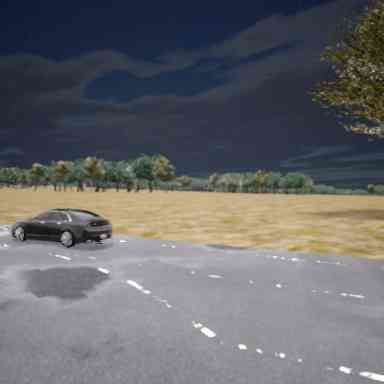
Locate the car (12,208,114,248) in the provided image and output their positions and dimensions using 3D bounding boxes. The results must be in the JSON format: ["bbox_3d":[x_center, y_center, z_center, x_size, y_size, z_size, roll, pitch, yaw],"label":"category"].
[{"bbox_3d":[-5.623,1.468,14.292,4.892,1.490,1.837,1,0,28],"label":"car"}]
